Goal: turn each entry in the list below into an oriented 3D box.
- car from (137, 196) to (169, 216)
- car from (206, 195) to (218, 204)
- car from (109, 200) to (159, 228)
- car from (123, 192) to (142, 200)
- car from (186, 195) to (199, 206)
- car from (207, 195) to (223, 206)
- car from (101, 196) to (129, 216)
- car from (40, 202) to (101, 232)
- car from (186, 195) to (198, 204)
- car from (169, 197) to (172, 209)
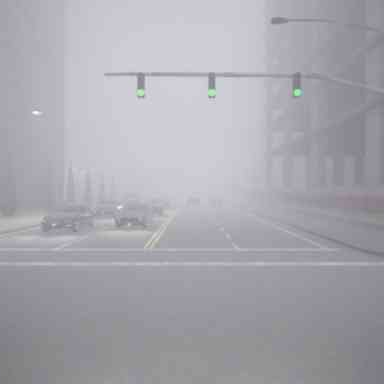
[{"bbox_3d":[-3.583,1.334,31.294,1.882,1.535,5.008,0,0,0],"label":"car"},{"bbox_3d":[3.530,1.238,58.259,1.812,1.442,4.674,0,0,0],"label":"car"},{"bbox_3d":[-3.589,1.457,21.649,2.033,1.411,5.357,0,0,0],"label":"car"},{"bbox_3d":[-7.068,1.033,39.248,2.150,2.045,5.566,0,0,0],"label":"car"},{"bbox_3d":[0.127,1.235,49.864,1.882,1.535,5.008,0,0,0],"label":"car"},{"bbox_3d":[3.525,1.254,49.184,2.128,1.511,4.902,0,0,0],"label":"car"},{"bbox_3d":[-7.083,1.373,28.885,1.837,1.490,4.892,0,0,0],"label":"car"},{"bbox_3d":[-7.090,1.424,19.481,1.837,1.490,4.892,0,0,0],"label":"car"},{"bbox_3d":[0.034,1.272,58.847,1.994,1.385,4.181,0,0,0],"label":"car"},{"bbox_3d":[-3.561,1.291,41.657,2.128,1.511,4.902,0,0,0],"label":"car"}]
